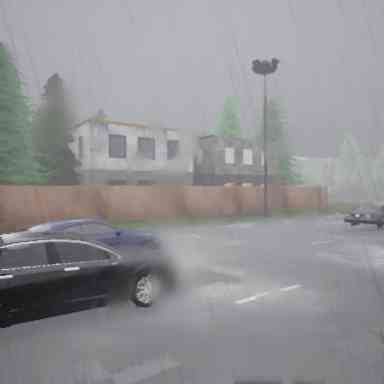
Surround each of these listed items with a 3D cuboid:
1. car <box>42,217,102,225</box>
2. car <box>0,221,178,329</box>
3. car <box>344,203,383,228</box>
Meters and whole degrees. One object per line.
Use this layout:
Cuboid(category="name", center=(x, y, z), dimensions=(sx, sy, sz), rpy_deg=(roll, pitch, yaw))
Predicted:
Cuboid(category="car", center=(-3.128, 1.502, 10.097), dimensions=(4.674, 1.442, 1.812), rpy_deg=(-1, 0, -35))
Cuboid(category="car", center=(-2.545, 1.494, 6.228), dimensions=(4.892, 1.490, 1.837), rpy_deg=(-1, 0, -35))
Cuboid(category="car", center=(11.566, 1.390, 20.593), dimensions=(5.357, 1.411, 2.033), rpy_deg=(-1, 0, -36))
